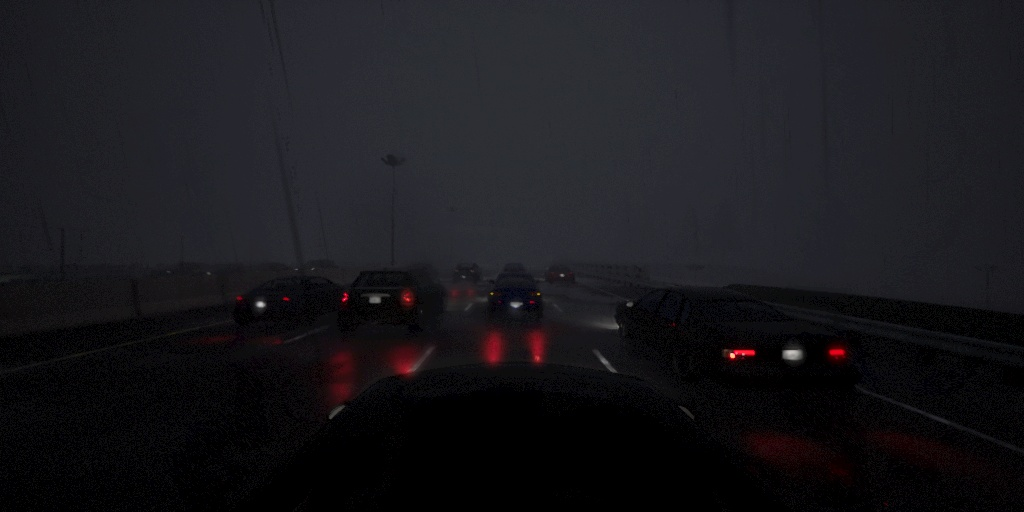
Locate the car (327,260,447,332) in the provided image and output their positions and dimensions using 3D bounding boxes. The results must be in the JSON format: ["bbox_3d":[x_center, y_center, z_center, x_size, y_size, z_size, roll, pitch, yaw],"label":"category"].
[{"bbox_3d":[-3.386,1.112,11.020,2.097,1.767,4.553,0,0,0],"label":"car"}]

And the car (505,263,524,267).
[{"bbox_3d":[0.172,1.273,29.043,1.882,1.535,5.008,0,0,0],"label":"car"}]

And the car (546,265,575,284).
[{"bbox_3d":[3.668,1.362,27.986,1.994,1.385,4.181,0,0,0],"label":"car"}]

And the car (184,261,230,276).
[{"bbox_3d":[-24.515,1.311,30.771,2.033,1.411,5.357,0,0,0],"label":"car"}]

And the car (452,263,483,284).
[{"bbox_3d":[-3.334,1.279,27.467,2.128,1.511,4.902,0,0,0],"label":"car"}]

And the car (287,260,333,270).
[{"bbox_3d":[-17.505,1.127,32.191,2.097,1.767,4.553,0,0,0],"label":"car"}]

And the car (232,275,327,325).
[{"bbox_3d":[-6.882,1.321,11.848,1.994,1.385,4.181,0,0,0],"label":"car"}]

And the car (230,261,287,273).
[{"bbox_3d":[-21.012,1.246,30.705,1.882,1.535,5.008,0,0,0],"label":"car"}]

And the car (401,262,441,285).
[{"bbox_3d":[-6.834,1.288,27.496,1.837,1.490,4.892,0,0,0],"label":"car"}]

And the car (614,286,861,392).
[{"bbox_3d":[3.595,1.312,7.087,2.033,1.411,5.357,0,0,0],"label":"car"}]

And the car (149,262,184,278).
[{"bbox_3d":[-28.010,1.236,30.694,1.882,1.535,5.008,0,0,0],"label":"car"}]

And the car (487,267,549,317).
[{"bbox_3d":[0.114,1.295,13.088,1.812,1.442,4.674,0,0,0],"label":"car"}]
